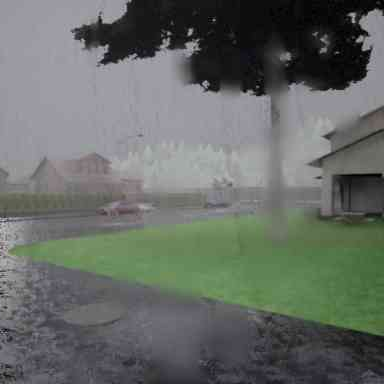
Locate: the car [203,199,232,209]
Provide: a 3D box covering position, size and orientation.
[{"bbox_3d":[3.536,1.650,45.525,1.895,1.301,4.718,0,0,36],"label":"car"}]

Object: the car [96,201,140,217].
[{"bbox_3d":[-6.893,1.548,31.110,1.994,1.385,4.181,0,0,36],"label":"car"}]
